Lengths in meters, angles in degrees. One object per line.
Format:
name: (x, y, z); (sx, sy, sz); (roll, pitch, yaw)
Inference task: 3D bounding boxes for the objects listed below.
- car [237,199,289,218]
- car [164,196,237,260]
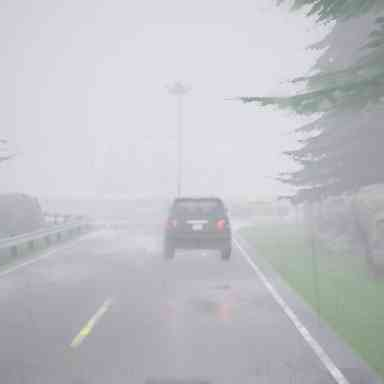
car: (5.882, 1.401, 28.693); (5.008, 1.535, 1.882); (0, -2, -11)
car: (0.215, 1.176, 12.475); (2.150, 2.045, 5.566); (0, -1, 1)
